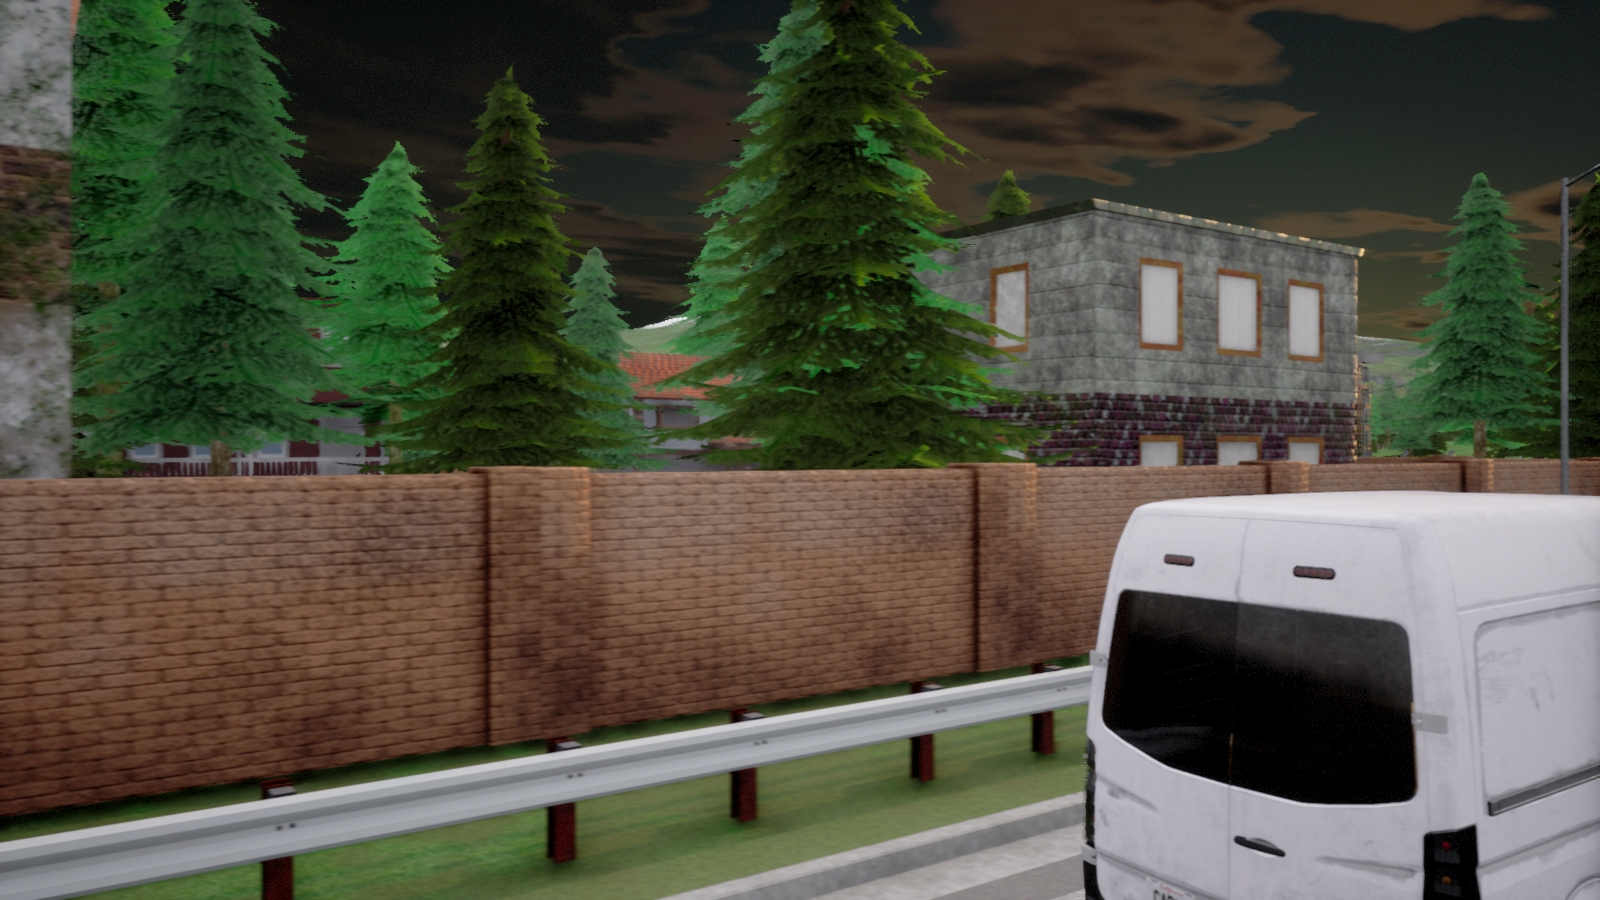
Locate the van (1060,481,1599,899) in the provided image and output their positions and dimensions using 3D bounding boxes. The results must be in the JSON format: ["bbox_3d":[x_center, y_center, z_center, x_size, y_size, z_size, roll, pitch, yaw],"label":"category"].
[{"bbox_3d":[4.351,1.534,6.863,5.915,2.561,1.988,0,0,-35],"label":"van"}]
